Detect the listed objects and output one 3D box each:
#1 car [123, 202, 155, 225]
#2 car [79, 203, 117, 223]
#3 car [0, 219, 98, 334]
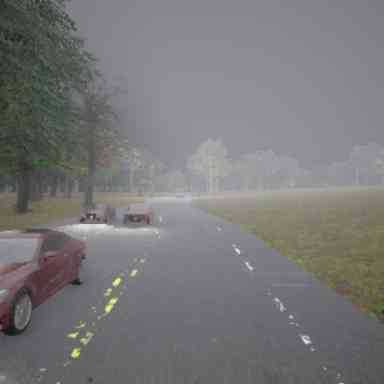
[{"bbox_3d":[-3.795,1.481,24.332,1.882,1.535,5.008,0,0,-2],"label":"car"},{"bbox_3d":[-7.048,1.567,25.297,1.994,1.385,4.181,0,0,1],"label":"car"},{"bbox_3d":[-3.584,1.532,6.875,1.812,1.442,4.674,0,0,0],"label":"car"}]
